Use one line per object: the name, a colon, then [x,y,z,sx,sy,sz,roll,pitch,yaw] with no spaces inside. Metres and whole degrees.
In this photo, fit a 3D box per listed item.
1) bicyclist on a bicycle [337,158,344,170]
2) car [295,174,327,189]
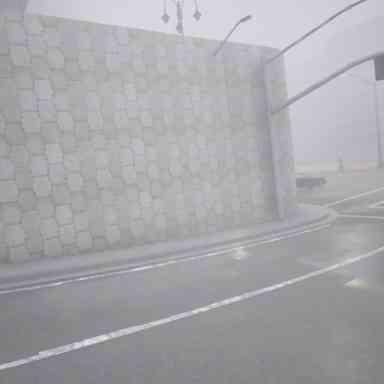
bicyclist on a bicycle: [20.044,-3.827,44.886,1.656,1.620,0.582,-11,6,-35]
car: [9.999,-1.018,30.961,1.895,1.301,4.718,-11,6,-35]
